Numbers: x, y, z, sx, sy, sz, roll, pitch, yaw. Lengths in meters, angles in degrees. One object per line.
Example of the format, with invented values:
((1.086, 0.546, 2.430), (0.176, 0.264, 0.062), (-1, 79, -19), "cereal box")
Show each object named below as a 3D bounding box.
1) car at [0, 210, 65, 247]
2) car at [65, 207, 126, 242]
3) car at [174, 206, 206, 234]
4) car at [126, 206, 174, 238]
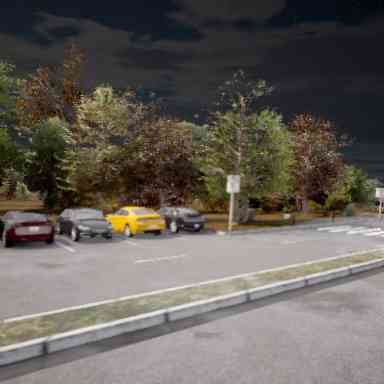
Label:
((-7.875, 1.582, 15.654), (2.163, 1.488, 4.792), (1, 0, -35), "car")
((-5.620, 1.571, 17.230), (2.231, 1.521, 4.892), (0, 0, -35), "car")
((-1.124, 1.602, 20.413), (2.231, 1.521, 4.892), (0, 0, -35), "car")
((-3.370, 1.587, 18.817), (2.097, 1.535, 5.008), (0, 0, -35), "car")
